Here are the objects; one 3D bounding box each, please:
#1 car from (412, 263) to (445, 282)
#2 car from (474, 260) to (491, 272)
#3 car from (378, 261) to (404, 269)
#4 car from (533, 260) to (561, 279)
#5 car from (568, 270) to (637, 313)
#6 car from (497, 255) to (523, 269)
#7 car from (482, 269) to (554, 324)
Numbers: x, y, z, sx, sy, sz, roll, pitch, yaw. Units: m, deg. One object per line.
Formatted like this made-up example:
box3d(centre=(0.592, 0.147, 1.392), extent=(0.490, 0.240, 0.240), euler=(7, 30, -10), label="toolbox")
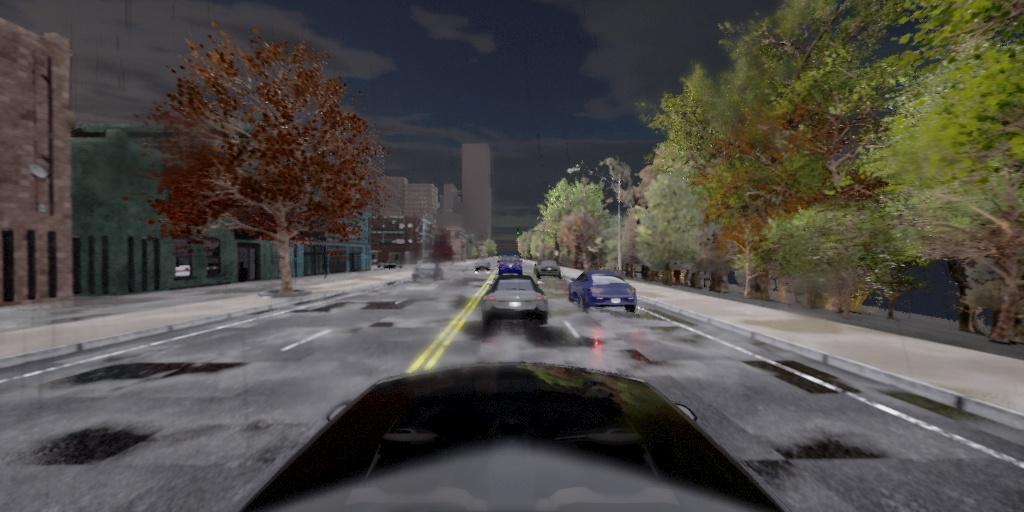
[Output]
box3d(centre=(-6.816, 1.273, 29.550), extent=(1.812, 1.442, 4.674), euler=(0, 0, -1), label="car")
box3d(centre=(-3.814, 1.253, 47.164), extent=(1.837, 1.490, 4.892), euler=(0, -1, 0), label="car")
box3d(centre=(-20.689, 1.565, 61.283), extent=(4.313, 1.339, 1.948), euler=(0, 0, -1), label="car")
box3d(centre=(3.089, 1.098, 32.279), extent=(2.097, 1.767, 4.553), euler=(0, 0, -1), label="car")
box3d(centre=(3.345, 1.274, 13.869), extent=(1.812, 1.442, 4.674), euler=(0, 0, 0), label="car")
box3d(centre=(-0.183, 0.967, 33.623), extent=(2.150, 2.045, 5.566), euler=(0, 0, -1), label="car")
box3d(centre=(0.090, 1.312, 11.978), extent=(1.994, 1.385, 4.181), euler=(0, 0, 0), label="car")
